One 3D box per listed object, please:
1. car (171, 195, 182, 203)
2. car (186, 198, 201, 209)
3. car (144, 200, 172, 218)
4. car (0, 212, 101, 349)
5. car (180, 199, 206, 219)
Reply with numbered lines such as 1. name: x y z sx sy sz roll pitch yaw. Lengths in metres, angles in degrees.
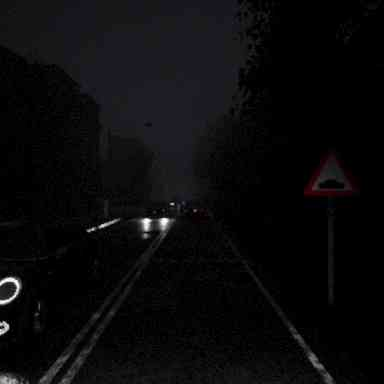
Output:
1. car: -2.996 1.359 65.237 1.837 1.490 4.892 0 0 0
2. car: 0.283 1.545 44.895 1.895 1.301 4.718 0 0 1
3. car: -3.113 1.490 30.161 1.837 1.490 4.892 0 0 1
4. car: -3.328 1.350 6.447 2.097 1.767 4.553 0 0 0
5. car: 0.253 1.520 28.601 2.033 1.411 5.357 0 0 0
